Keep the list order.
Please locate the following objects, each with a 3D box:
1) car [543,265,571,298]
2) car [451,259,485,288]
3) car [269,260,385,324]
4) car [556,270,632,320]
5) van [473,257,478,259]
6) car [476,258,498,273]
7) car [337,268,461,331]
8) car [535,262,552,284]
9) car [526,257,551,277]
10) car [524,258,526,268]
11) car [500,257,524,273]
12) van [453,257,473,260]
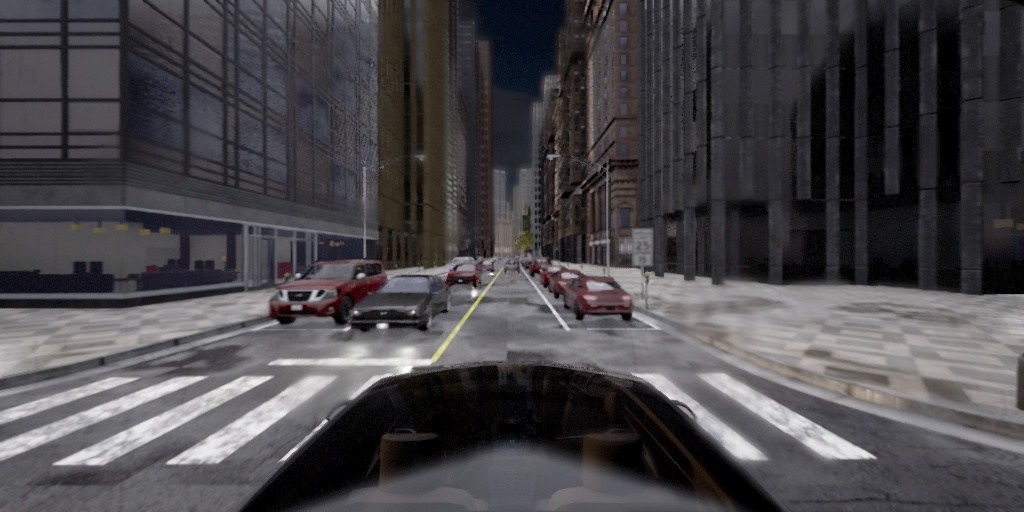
[{"bbox_3d":[2.768,1.308,17.747,1.802,1.307,4.207,0,0,0],"label":"car"},{"bbox_3d":[-3.090,1.209,24.019,1.882,1.535,5.008,0,0,0],"label":"car"},{"bbox_3d":[-5.759,1.061,12.112,2.192,1.841,5.009,0,0,0],"label":"car"},{"bbox_3d":[2.766,1.313,12.128,1.802,1.307,4.207,0,0,0],"label":"car"},{"bbox_3d":[-5.747,1.062,45.824,1.690,1.789,3.998,0,0,0],"label":"van"},{"bbox_3d":[-3.031,1.244,42.386,1.812,1.442,4.674,0,0,1],"label":"car"},{"bbox_3d":[-3.099,1.290,11.234,2.033,1.411,5.357,0,0,0],"label":"car"},{"bbox_3d":[2.770,1.266,23.365,1.888,1.381,4.507,0,0,0],"label":"car"},{"bbox_3d":[2.774,1.028,34.602,2.192,1.841,5.009,0,0,0],"label":"car"},{"bbox_3d":[2.780,1.268,51.456,1.948,1.339,4.313,0,0,0],"label":"car"},{"bbox_3d":[0.013,1.205,41.938,2.128,1.511,4.902,0,0,0],"label":"car"},{"bbox_3d":[-5.749,1.065,40.205,1.690,1.789,3.998,0,0,0],"label":"van"}]
